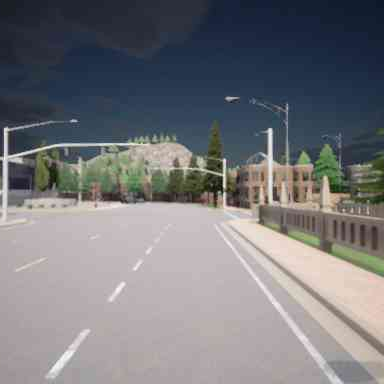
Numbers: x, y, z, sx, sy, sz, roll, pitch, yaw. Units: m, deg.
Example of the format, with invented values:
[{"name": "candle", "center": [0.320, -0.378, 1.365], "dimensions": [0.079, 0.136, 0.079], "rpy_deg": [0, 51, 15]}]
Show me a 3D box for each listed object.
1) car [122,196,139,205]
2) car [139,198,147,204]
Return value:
[{"name": "car", "center": [-16.362, 2.157, 85.635], "dimensions": [2.150, 2.045, 5.566], "rpy_deg": [0, -1, -32]}, {"name": "car", "center": [-13.614, 2.455, 87.819], "dimensions": [1.837, 1.490, 4.892], "rpy_deg": [0, -1, -32]}]
